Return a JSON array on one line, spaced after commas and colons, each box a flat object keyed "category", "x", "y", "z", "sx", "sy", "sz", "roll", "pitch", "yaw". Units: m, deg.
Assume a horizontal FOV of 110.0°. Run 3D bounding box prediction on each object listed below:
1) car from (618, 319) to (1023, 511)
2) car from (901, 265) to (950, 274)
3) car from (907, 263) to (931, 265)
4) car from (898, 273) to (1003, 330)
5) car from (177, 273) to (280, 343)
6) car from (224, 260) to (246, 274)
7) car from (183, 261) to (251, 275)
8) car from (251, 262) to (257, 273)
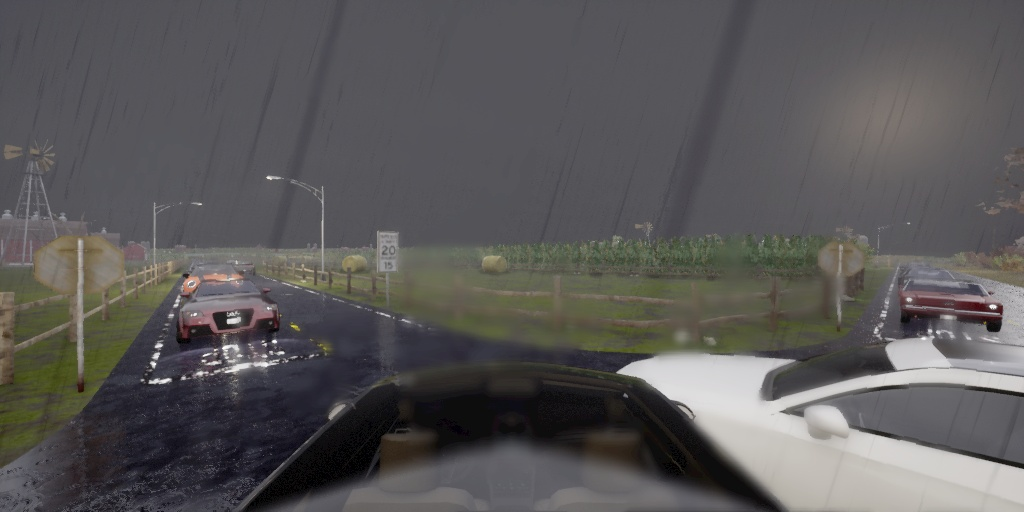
[{"category": "car", "x": 2.850, "y": 1.293, "z": 2.293, "sx": 1.812, "sy": 1.442, "sz": 4.674, "roll": 0, "pitch": 1, "yaw": -44}, {"category": "car", "x": 20.691, "y": 1.351, "z": 17.821, "sx": 5.357, "sy": 1.411, "sz": 2.033, "roll": 0, "pitch": 1, "yaw": -42}, {"category": "car", "x": 27.480, "y": 1.384, "z": 24.039, "sx": 4.181, "sy": 1.385, "sz": 1.994, "roll": 0, "pitch": 1, "yaw": -43}, {"category": "car", "x": 13.578, "y": 1.391, "z": 11.297, "sx": 4.718, "sy": 1.301, "sz": 1.895, "roll": 0, "pitch": 1, "yaw": -43}, {"category": "car", "x": -7.888, "y": 1.351, "z": 9.939, "sx": 1.994, "sy": 1.385, "sz": 4.181, "roll": 0, "pitch": 0, "yaw": -42}, {"category": "car", "x": -33.468, "y": 1.286, "z": 43.250, "sx": 1.837, "sy": 1.490, "sz": 4.892, "roll": 0, "pitch": 0, "yaw": -41}, {"category": "car", "x": -13.628, "y": 1.134, "z": 16.454, "sx": 2.097, "sy": 1.767, "sz": 4.553, "roll": 0, "pitch": 0, "yaw": -41}, {"category": "car", "x": -26.788, "y": 1.268, "z": 35.755, "sx": 2.128, "sy": 1.511, "sz": 4.902, "roll": 0, "pitch": 0, "yaw": -41}]
